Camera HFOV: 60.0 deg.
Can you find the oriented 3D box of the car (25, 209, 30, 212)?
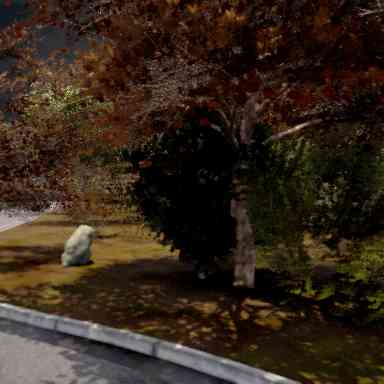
[{"bbox_3d":[-23.242,2.132,48.448,2.128,1.511,4.902,0,-1,-17],"label":"car"}]
